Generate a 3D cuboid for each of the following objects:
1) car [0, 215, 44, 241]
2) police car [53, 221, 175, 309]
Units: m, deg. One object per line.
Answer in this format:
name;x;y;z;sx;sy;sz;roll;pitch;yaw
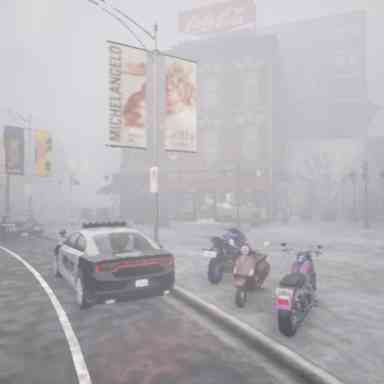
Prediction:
car;-10.024;1.923;18.771;1.895;1.301;4.718;1;-1;-41
police car;-2.293;1.567;8.550;1.930;1.638;5.238;0;-1;-31
